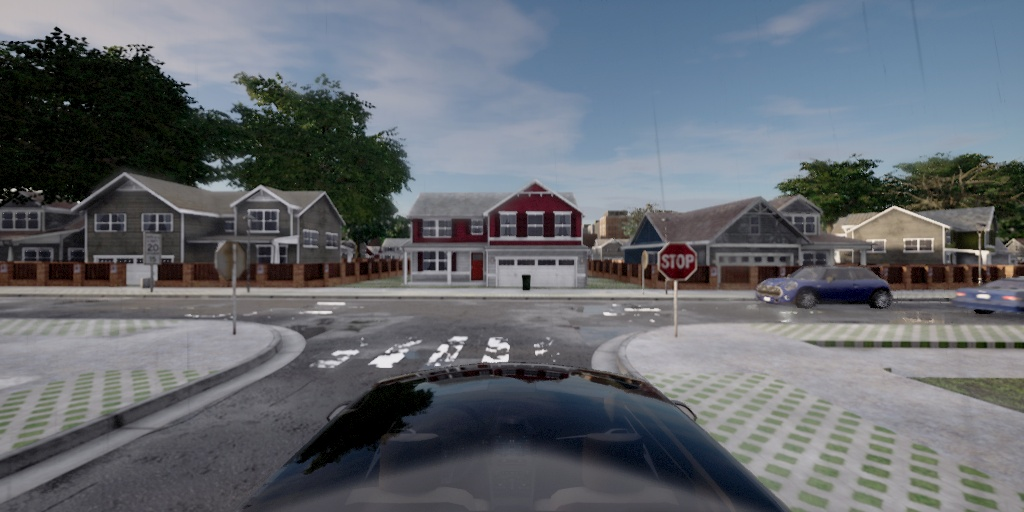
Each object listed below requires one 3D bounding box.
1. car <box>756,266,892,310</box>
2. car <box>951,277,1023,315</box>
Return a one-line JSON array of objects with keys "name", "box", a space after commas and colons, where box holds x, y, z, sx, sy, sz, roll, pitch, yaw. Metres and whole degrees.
[{"name": "car", "box": [12.897, 1.217, 15.043, 4.553, 1.767, 2.097, 0, 0, -2]}, {"name": "car", "box": [18.408, 1.423, 12.260, 5.357, 1.411, 2.033, 0, 0, -4]}]
